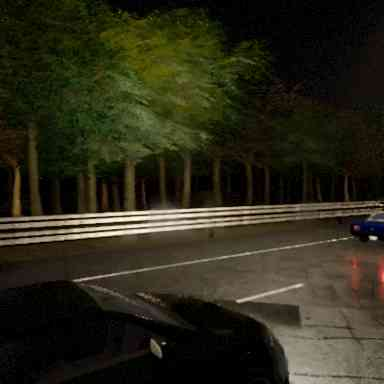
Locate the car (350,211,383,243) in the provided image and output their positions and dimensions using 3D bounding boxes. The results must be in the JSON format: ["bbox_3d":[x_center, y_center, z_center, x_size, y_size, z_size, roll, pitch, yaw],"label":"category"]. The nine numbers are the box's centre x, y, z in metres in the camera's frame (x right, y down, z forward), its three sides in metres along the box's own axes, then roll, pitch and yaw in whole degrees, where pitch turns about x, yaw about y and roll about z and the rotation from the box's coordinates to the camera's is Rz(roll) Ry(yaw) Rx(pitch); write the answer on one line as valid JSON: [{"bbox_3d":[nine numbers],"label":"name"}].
[{"bbox_3d":[8.761,1.443,13.889,4.718,1.301,1.895,-1,1,-33],"label":"car"}]

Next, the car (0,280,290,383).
[{"bbox_3d":[-1.053,1.549,2.958,4.181,1.385,1.994,-1,1,-35],"label":"car"}]
